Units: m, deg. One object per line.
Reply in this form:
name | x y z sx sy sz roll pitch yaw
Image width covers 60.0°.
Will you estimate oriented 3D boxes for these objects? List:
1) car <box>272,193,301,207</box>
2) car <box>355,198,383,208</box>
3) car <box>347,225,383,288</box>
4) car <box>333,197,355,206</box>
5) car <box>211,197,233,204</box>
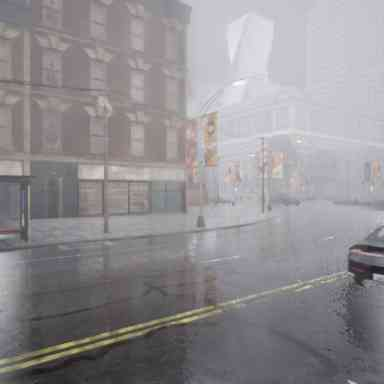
car | 14.606 1.193 51.758 2.150 2.045 5.566 0 0 -16
car | 26.110 1.564 47.970 1.895 1.301 4.718 0 0 -6
car | 5.627 1.486 8.107 4.902 1.511 2.128 0 0 -39
car | 24.764 1.487 53.540 2.002 1.452 4.674 0 0 -16
car | 5.658 1.574 62.847 1.895 1.301 4.718 0 0 -33
